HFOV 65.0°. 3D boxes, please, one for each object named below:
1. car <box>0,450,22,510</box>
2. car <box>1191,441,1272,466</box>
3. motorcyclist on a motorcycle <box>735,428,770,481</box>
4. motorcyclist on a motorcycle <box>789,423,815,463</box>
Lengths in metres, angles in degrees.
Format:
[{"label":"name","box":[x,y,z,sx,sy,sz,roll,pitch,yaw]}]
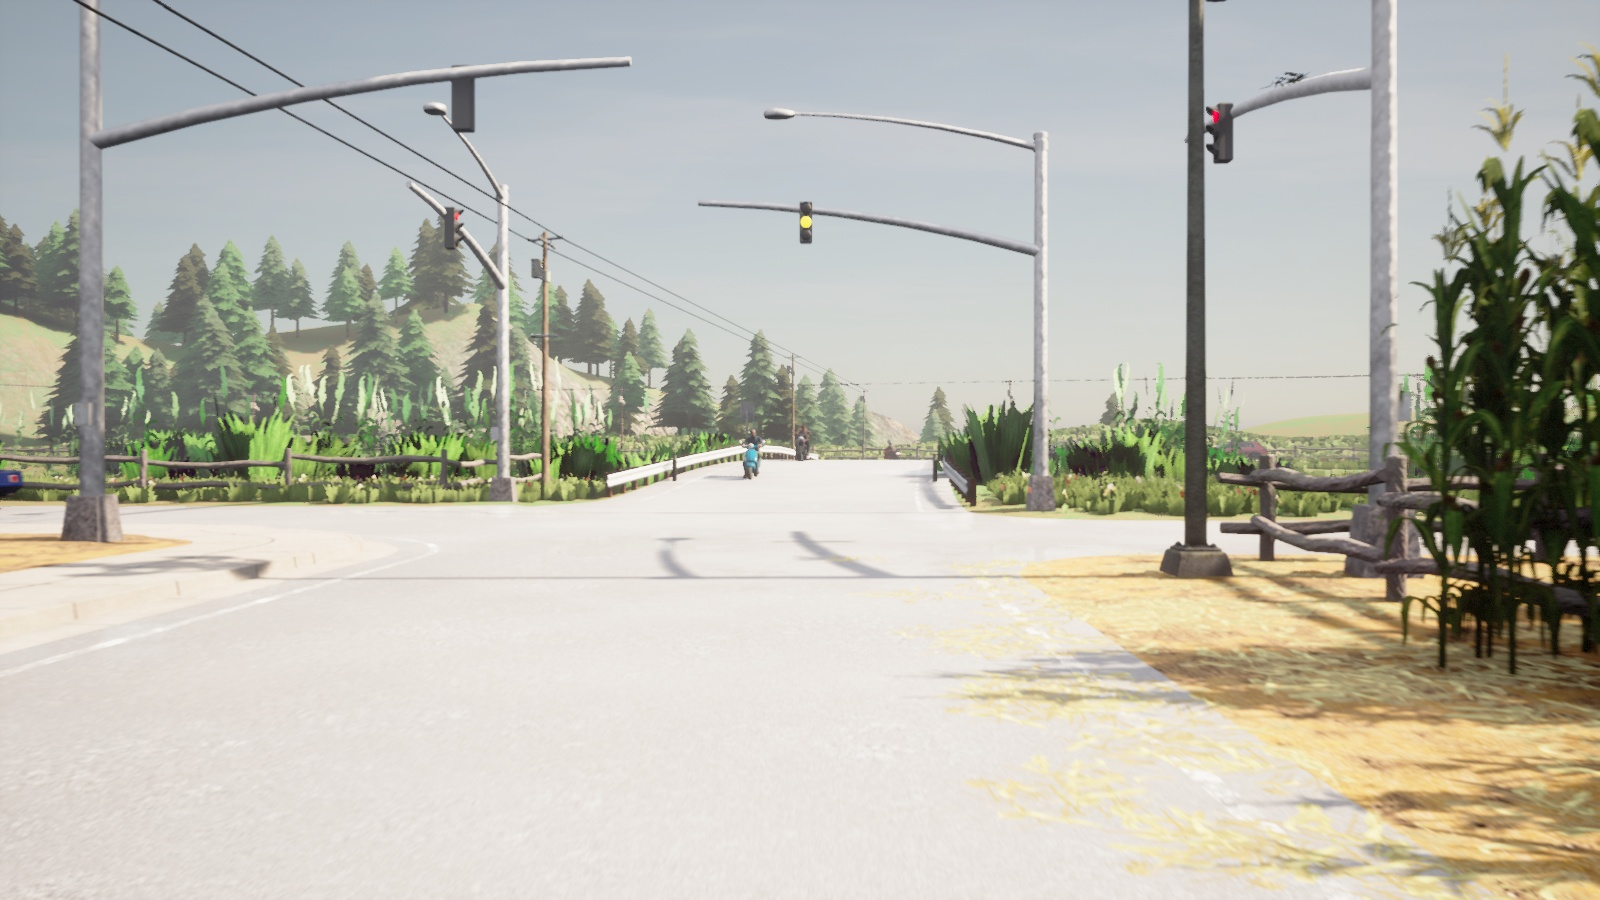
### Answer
[{"label":"car","box":[-19.656,0.644,27.034,4.718,1.301,1.895,0,0,3]},{"label":"car","box":[29.343,0.219,85.573,4.856,1.649,2.033,0,0,6]},{"label":"motorcyclist on a motorcycle","box":[-1.499,0.116,40.031,0.866,1.590,1.817,0,3,6]},{"label":"motorcyclist on a motorcycle","box":[0.105,-0.321,53.124,0.766,1.649,2.350,0,1,8]}]
